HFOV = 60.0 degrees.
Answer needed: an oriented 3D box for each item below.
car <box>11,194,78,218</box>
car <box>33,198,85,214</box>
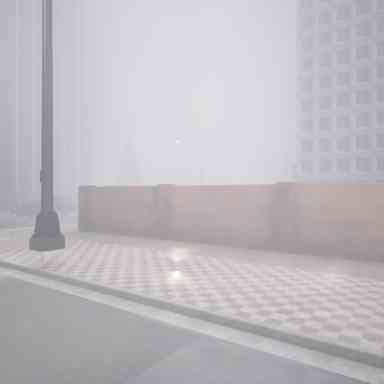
[{"bbox_3d":[-13.778,1.221,31.164,2.150,2.045,5.566,0,0,35],"label":"car"},{"bbox_3d":[-14.429,1.478,36.320,1.882,1.535,5.008,0,0,35],"label":"car"}]
